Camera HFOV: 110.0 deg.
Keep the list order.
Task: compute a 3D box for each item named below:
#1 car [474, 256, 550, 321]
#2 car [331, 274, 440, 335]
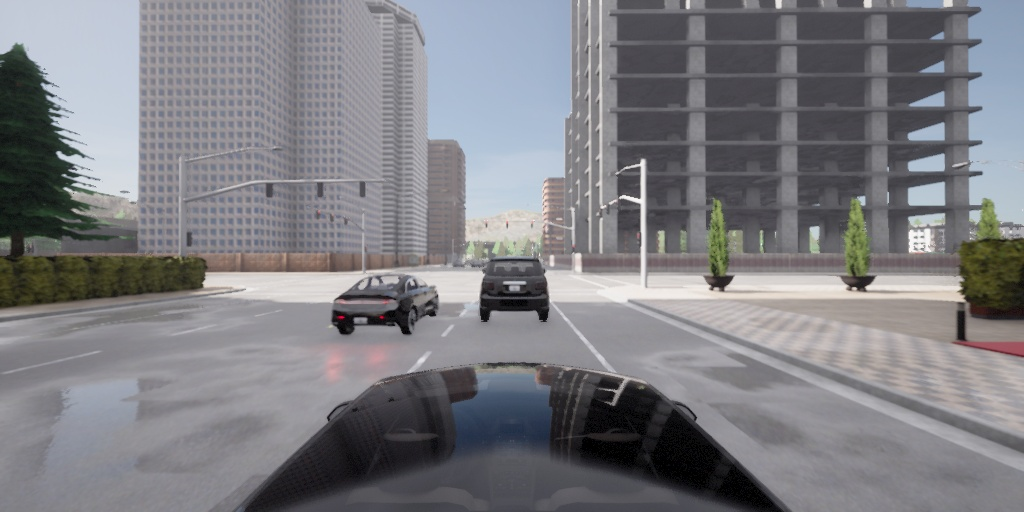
[{"bbox_3d":[0.071,1.027,12.918,2.150,2.045,5.566,0,0,0],"label":"car"},{"bbox_3d":[-3.443,1.285,10.629,2.128,1.511,4.902,0,0,1],"label":"car"}]
